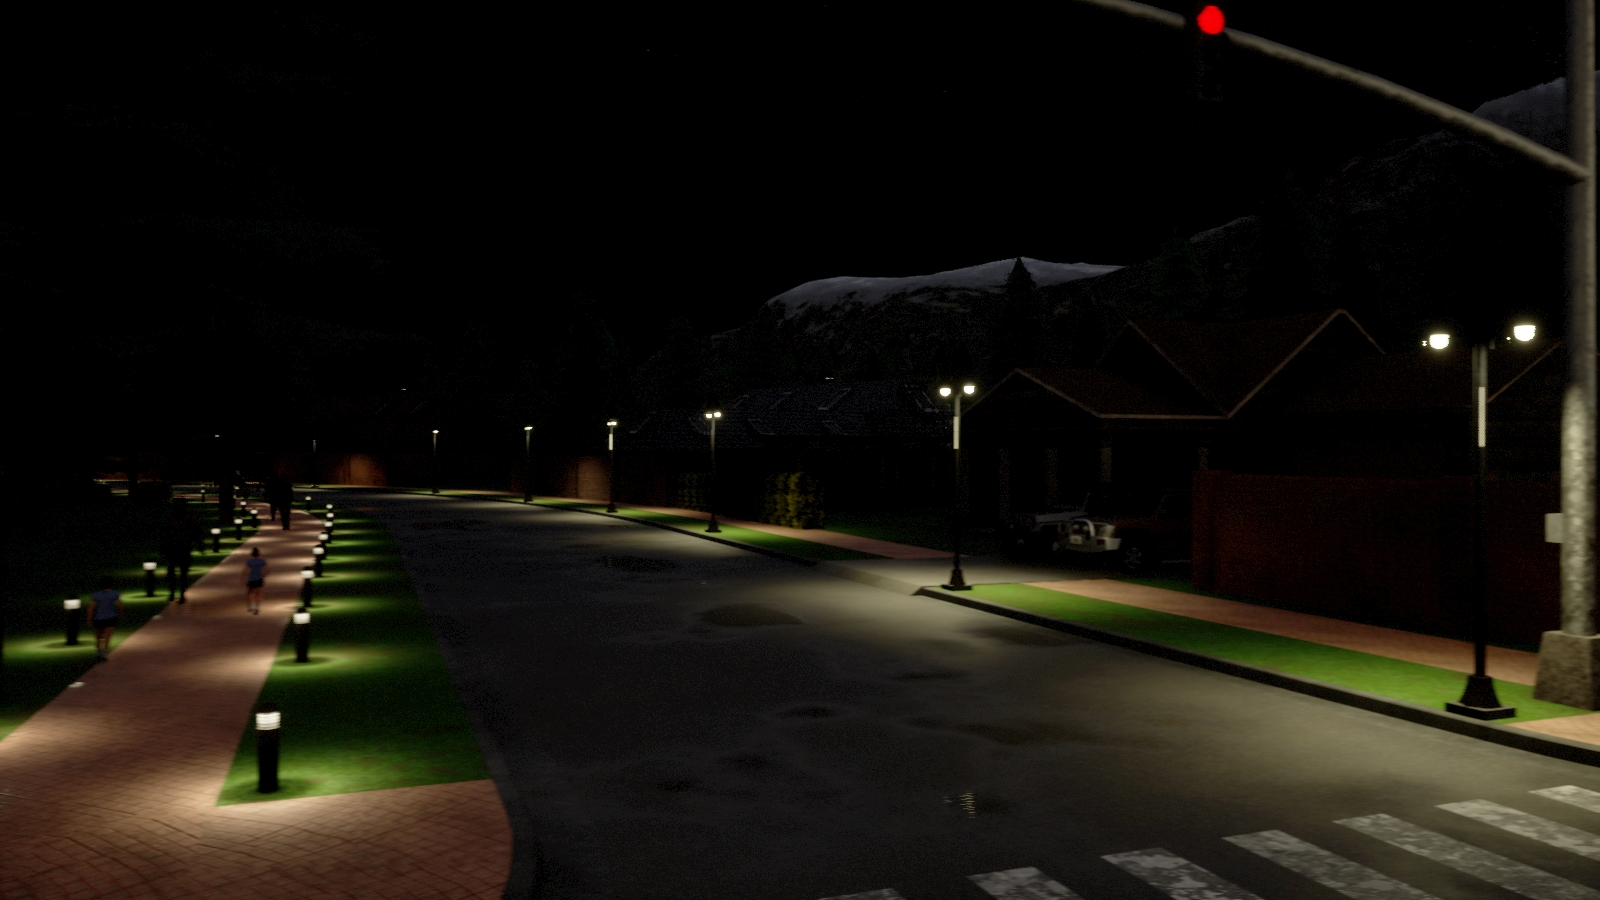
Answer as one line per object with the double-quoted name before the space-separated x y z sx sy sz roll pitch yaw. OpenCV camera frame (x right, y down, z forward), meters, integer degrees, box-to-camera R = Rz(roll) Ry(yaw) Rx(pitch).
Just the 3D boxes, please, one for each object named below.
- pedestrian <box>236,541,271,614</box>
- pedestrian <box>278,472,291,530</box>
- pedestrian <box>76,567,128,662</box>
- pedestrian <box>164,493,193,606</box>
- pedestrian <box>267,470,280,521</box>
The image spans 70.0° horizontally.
"pedestrian" -8.813 2.044 18.446 0.500 1.100 0.500 0 0 -25
"pedestrian" -16.810 1.665 37.239 0.375 1.860 0.375 0 0 -28
"pedestrian" -8.711 2.043 14.277 0.500 1.100 0.500 0 0 -25
"pedestrian" -10.452 1.662 19.227 0.375 1.860 0.375 0 0 -19
"pedestrian" -19.351 1.663 41.986 0.375 1.860 0.375 0 0 -30
